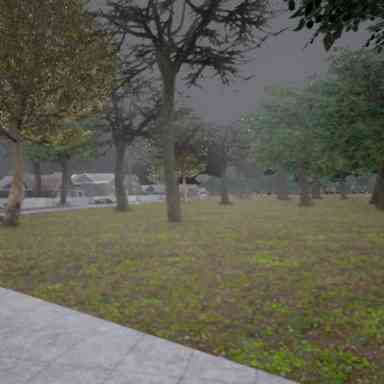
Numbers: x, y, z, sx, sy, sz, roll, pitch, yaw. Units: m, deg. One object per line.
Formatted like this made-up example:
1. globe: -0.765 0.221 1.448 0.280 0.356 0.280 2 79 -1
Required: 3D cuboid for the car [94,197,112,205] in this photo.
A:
1. car: -17.146 1.744 64.132 1.994 1.385 4.181 -1 0 13
